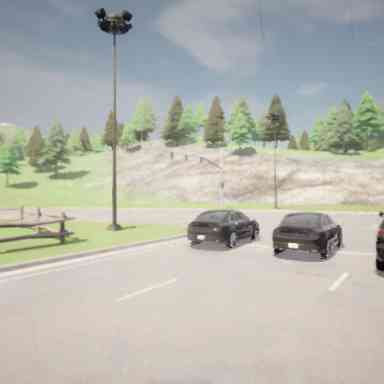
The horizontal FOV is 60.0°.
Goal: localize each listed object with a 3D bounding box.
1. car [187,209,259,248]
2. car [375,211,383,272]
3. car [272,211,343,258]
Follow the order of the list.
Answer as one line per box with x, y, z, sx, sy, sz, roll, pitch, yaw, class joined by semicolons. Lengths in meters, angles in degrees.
1.536;1.516;14.990;1.837;1.490;4.892;0;0;29;car
7.030;1.228;10.209;2.150;2.045;5.566;0;0;34;car
4.579;1.513;12.940;1.837;1.490;4.892;0;0;32;car
